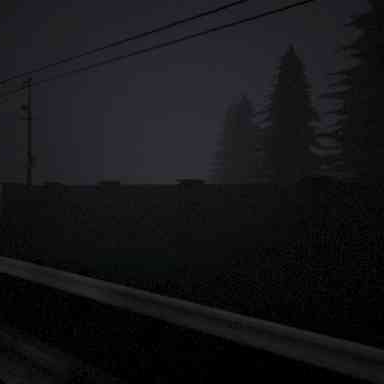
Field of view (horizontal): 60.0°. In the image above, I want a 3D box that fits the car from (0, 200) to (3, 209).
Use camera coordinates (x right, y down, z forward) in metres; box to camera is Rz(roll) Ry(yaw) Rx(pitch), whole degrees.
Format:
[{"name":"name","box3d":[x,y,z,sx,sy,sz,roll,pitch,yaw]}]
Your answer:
[{"name":"car","box3d":[-20.211,1.214,38.549,5.008,1.535,1.882,-1,1,-28]}]
